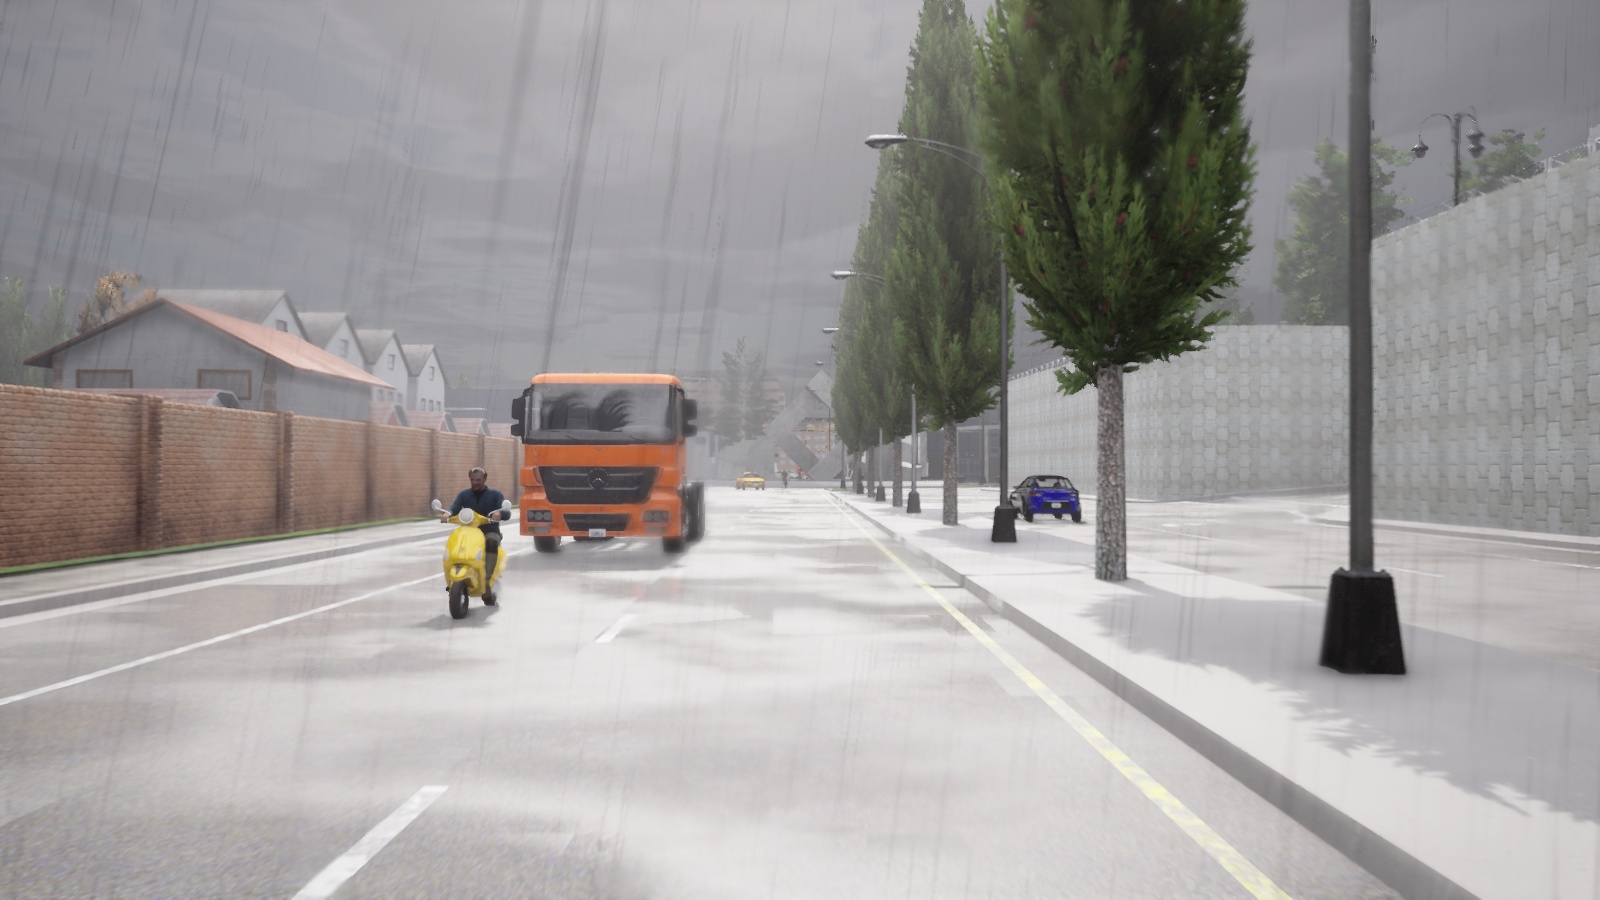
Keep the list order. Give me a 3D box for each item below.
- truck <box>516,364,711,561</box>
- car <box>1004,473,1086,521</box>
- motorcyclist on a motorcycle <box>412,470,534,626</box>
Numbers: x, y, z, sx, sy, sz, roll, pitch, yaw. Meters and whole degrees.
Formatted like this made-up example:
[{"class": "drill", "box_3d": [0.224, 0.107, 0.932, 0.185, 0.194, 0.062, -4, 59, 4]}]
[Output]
[{"class": "truck", "box_3d": [-3.567, 0.283, 26.065, 2.891, 3.462, 7.936, 0, -1, 0]}, {"class": "car", "box_3d": [7.901, 1.480, 40.798, 1.816, 1.474, 4.193, 0, -1, 0]}, {"class": "motorcyclist on a motorcycle", "box_3d": [-3.534, 1.013, 13.757, 0.866, 1.590, 1.817, 0, -1, 0]}]
